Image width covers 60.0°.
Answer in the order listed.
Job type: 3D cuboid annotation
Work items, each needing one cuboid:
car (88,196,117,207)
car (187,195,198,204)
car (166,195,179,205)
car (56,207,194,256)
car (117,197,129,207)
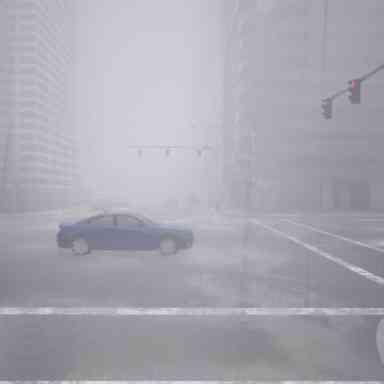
[{"bbox_3d":[-10.632,1.505,39.367,1.837,1.490,4.892,0,0,0],"label":"car"},{"bbox_3d":[0.050,1.352,63.498,2.097,1.767,4.553,0,0,0],"label":"car"},{"bbox_3d":[-3.451,1.352,58.991,2.097,1.767,4.553,0,0,0],"label":"car"},{"bbox_3d":[-2.437,1.478,12.524,5.008,1.535,1.882,0,0,0],"label":"car"},{"bbox_3d":[-10.630,1.526,49.627,1.812,1.442,4.674,0,0,0],"label":"car"}]
